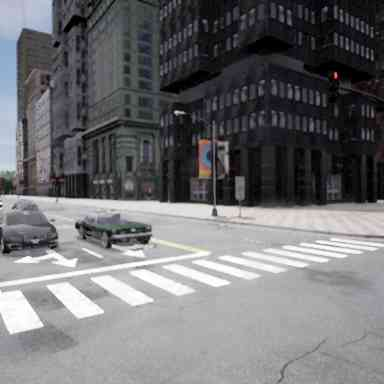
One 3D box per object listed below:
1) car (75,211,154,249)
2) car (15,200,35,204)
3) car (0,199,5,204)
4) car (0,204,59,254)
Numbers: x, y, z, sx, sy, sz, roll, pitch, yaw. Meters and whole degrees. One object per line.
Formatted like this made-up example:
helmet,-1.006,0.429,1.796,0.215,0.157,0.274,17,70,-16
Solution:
car,-3.531,1.541,14.552,1.895,1.301,4.718,-1,1,-35
car,-16.346,1.488,32.599,2.033,1.411,5.357,-1,0,-35
car,-17.946,1.200,29.227,2.150,2.045,5.566,-1,0,-35
car,-6.909,1.481,13.690,1.837,1.490,4.892,-1,1,-35
